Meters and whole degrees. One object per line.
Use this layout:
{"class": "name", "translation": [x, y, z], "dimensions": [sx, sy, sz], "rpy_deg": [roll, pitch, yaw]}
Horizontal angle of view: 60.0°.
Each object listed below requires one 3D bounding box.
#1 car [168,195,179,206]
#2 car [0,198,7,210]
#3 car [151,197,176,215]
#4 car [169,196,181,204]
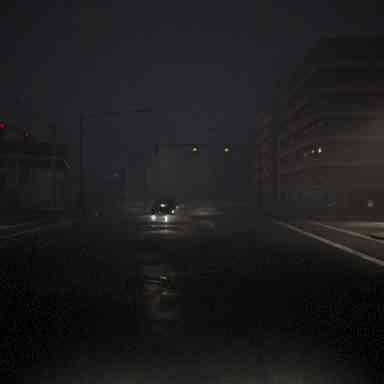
{"class": "car", "translation": [-3.186, 1.472, 44.366], "dimensions": [1.882, 1.535, 5.008], "rpy_deg": [0, 0, 0]}
{"class": "car", "translation": [-24.020, 1.451, 38.975], "dimensions": [3.806, 1.475, 1.970], "rpy_deg": [0, 0, 1]}
{"class": "car", "translation": [-3.121, 1.543, 34.789], "dimensions": [2.033, 1.411, 5.357], "rpy_deg": [0, 0, 0]}
{"class": "car", "translation": [-3.294, 1.540, 64.716], "dimensions": [2.033, 1.411, 5.357], "rpy_deg": [0, 0, 0]}
